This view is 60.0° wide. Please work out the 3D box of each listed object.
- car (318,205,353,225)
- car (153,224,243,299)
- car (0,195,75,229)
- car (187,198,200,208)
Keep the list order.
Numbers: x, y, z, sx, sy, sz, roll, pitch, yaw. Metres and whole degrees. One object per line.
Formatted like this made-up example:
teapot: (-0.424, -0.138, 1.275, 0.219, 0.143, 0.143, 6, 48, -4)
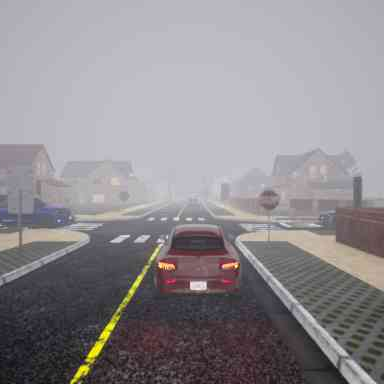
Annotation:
car: (11.151, 1.641, 23.392, 4.181, 1.385, 1.994, 0, 0, 0)
car: (0.124, 1.525, 8.294, 1.812, 1.442, 4.674, 0, 0, 0)
car: (-10.080, 1.194, 20.240, 5.566, 2.045, 2.150, 0, 0, 4)
car: (0.217, 1.659, 50.384, 2.033, 1.411, 5.357, 0, 0, 0)
